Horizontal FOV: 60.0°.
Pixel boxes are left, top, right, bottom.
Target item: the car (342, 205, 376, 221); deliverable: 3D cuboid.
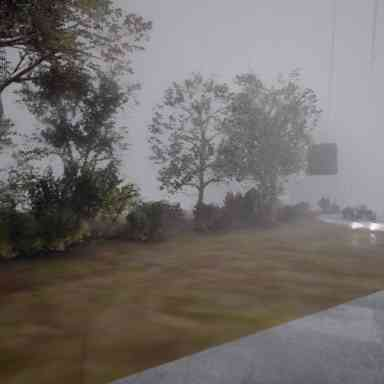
[{"bbox_3d":[15.118,1.881,30.278,1.895,1.301,4.718,0,0,13],"label":"car"}]
